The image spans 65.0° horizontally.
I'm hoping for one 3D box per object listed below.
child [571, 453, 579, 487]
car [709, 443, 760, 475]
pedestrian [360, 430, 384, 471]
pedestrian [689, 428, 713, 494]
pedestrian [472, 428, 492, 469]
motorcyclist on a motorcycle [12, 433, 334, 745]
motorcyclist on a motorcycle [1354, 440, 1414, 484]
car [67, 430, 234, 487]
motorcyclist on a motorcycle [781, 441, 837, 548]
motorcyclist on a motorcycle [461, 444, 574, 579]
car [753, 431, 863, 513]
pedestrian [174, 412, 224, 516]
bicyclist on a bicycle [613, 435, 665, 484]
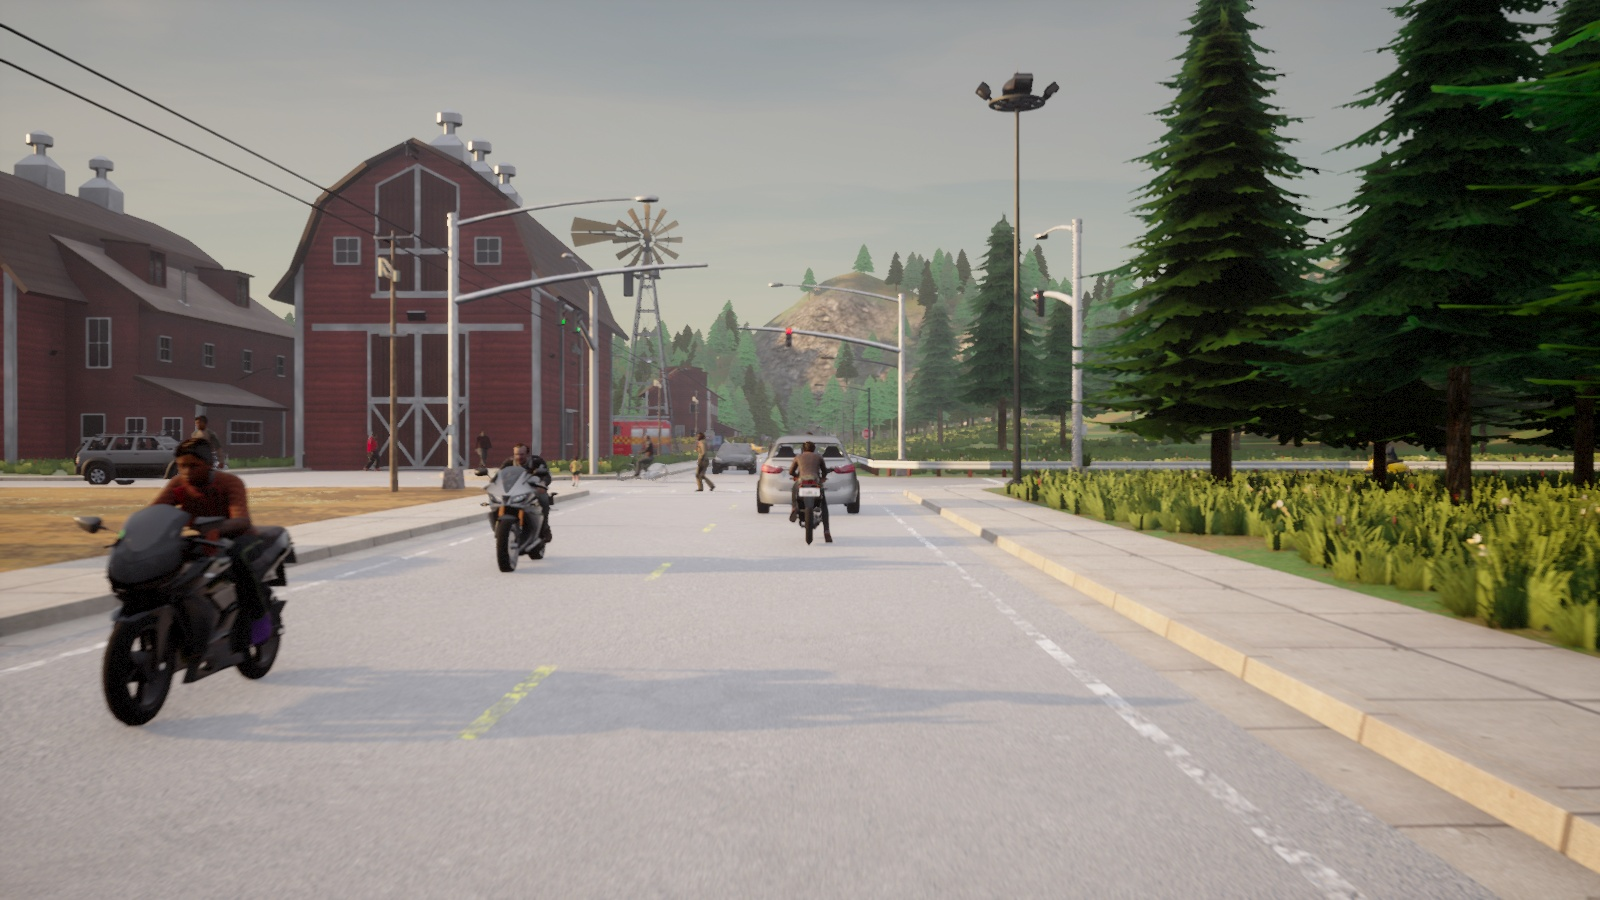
[{"bbox_3d":[-7.506,0.660,41.891,0.255,1.110,0.394,0,0,-9],"label":"child"},{"bbox_3d":[-3.124,0.403,60.539,2.163,1.488,4.792,0,0,0],"label":"car"},{"bbox_3d":[-19.656,0.021,57.669,0.899,1.844,0.634,0,0,-2],"label":"pedestrian"},{"bbox_3d":[-2.949,0.326,37.322,0.692,1.930,0.396,0,0,-1],"label":"pedestrian"},{"bbox_3d":[-14.374,-0.071,56.745,0.634,1.844,0.899,0,0,-31],"label":"pedestrian"},{"bbox_3d":[-3.438,0.687,7.149,0.797,1.523,2.044,0,-1,0],"label":"motorcyclist on a motorcycle"},{"bbox_3d":[21.559,0.429,46.357,1.817,1.590,0.866,0,0,-1],"label":"motorcyclist on a motorcycle"},{"bbox_3d":[-21.825,0.277,42.325,4.605,1.855,1.932,0,1,-1],"label":"car"},{"bbox_3d":[0.131,0.622,18.890,0.797,1.523,2.044,0,0,0],"label":"motorcyclist on a motorcycle"},{"bbox_3d":[-3.391,0.693,15.282,0.866,1.530,2.191,0,0,0],"label":"motorcyclist on a motorcycle"},{"bbox_3d":[0.182,0.434,27.804,2.242,1.667,4.611,0,0,1],"label":"car"},{"bbox_3d":[-10.665,0.243,22.302,0.328,1.805,0.869,0,0,14],"label":"pedestrian"},{"bbox_3d":[-5.890,0.332,46.021,1.843,1.776,0.659,0,0,-1],"label":"bicyclist on a bicycle"}]
